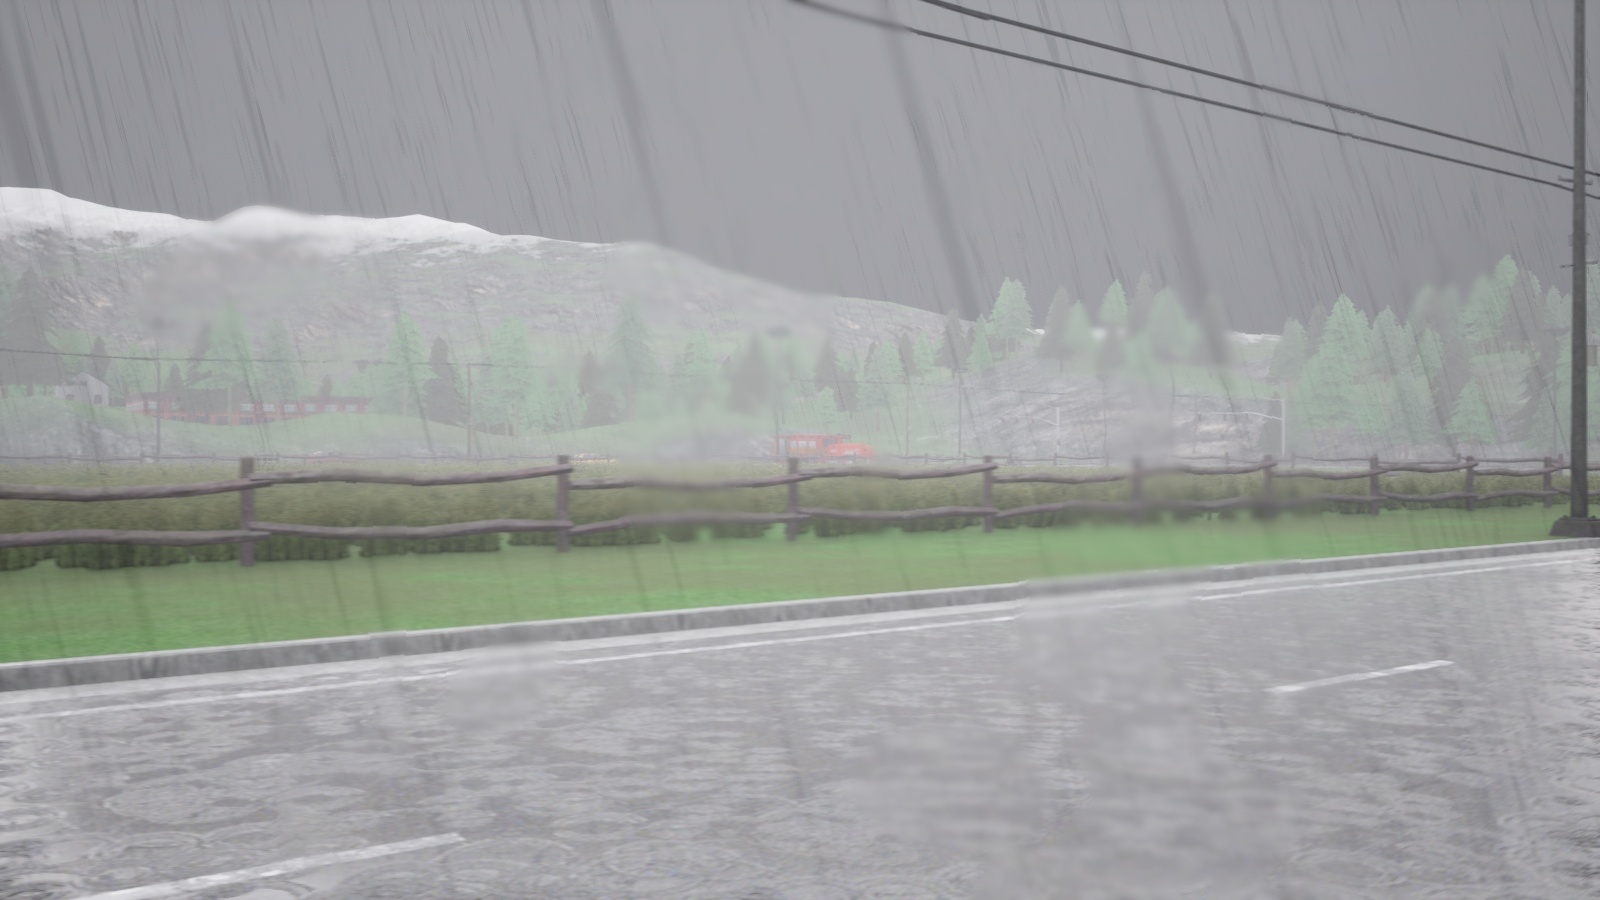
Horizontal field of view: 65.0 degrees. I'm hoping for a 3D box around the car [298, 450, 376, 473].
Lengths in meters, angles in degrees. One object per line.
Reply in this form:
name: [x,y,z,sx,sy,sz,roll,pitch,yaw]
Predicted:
car: [-34.314,0.825,93.160,5.027,1.651,2.152,0,0,-35]
